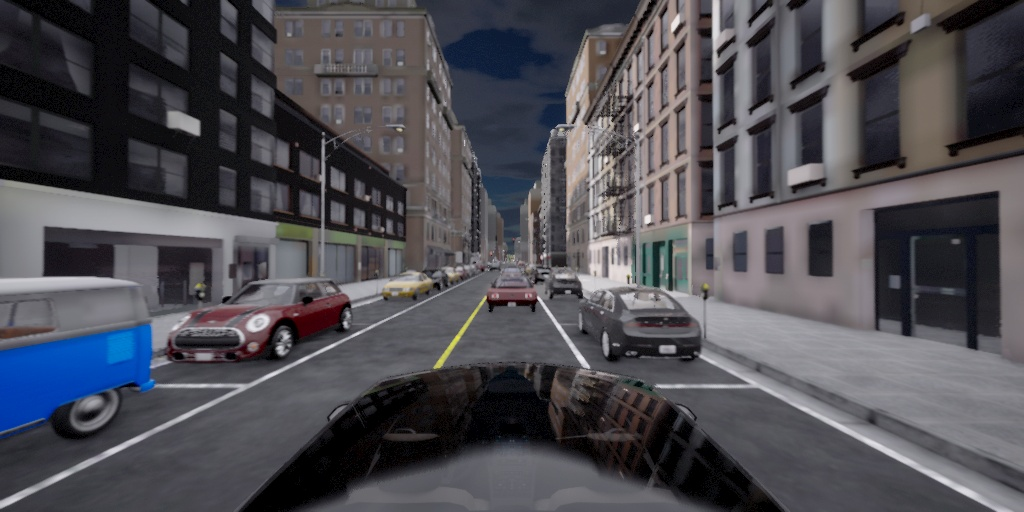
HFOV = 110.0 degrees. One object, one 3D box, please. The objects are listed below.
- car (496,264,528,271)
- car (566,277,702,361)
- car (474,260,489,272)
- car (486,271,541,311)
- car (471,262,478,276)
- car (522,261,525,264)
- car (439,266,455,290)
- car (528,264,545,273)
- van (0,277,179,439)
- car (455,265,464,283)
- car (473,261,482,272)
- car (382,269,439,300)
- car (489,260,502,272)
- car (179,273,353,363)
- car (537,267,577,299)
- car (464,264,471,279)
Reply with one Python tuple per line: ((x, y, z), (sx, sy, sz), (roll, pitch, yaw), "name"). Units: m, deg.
((0.006, 1.577, 29.381), (2.033, 1.411, 5.357), (0, -1, 0), "car")
((2.637, 1.367, 8.254), (2.007, 1.370, 4.403), (0, 0, 0), "car")
((-5.393, 1.609, 56.974), (2.192, 1.841, 5.009), (0, 0, 0), "car")
((0.014, 1.486, 15.105), (1.895, 1.301, 4.718), (0, -1, 0), "car")
((-5.392, 1.691, 40.737), (2.007, 1.370, 4.403), (0, 0, 0), "car")
((2.633, 1.718, 46.311), (1.751, 1.417, 4.829), (0, 0, 0), "car")
((-5.390, 1.545, 24.499), (1.948, 1.339, 4.313), (0, 0, 0), "car")
((2.635, 1.600, 29.903), (1.948, 1.339, 4.313), (0, 0, 0), "car")
((-5.388, 1.102, 2.850), (1.690, 1.789, 3.998), (0, 0, 0), "van")
((-5.390, 1.559, 29.741), (1.751, 1.417, 4.829), (0, 0, 0), "car")
((-5.392, 1.742, 46.150), (2.007, 1.370, 4.403), (0, 0, 0), "car")
((-5.389, 1.450, 18.917), (1.751, 1.417, 4.829), (0, 0, 0), "car")
((-2.773, 1.833, 60.333), (1.837, 1.490, 4.892), (0, -1, 0), "car")
((-5.388, 1.256, 8.262), (1.967, 1.591, 4.097), (0, 0, 0), "car")
((2.636, 1.476, 19.078), (2.007, 1.370, 4.403), (0, 0, 0), "car")
((-5.391, 1.670, 35.324), (1.802, 1.307, 4.207), (0, 0, 0), "car")
